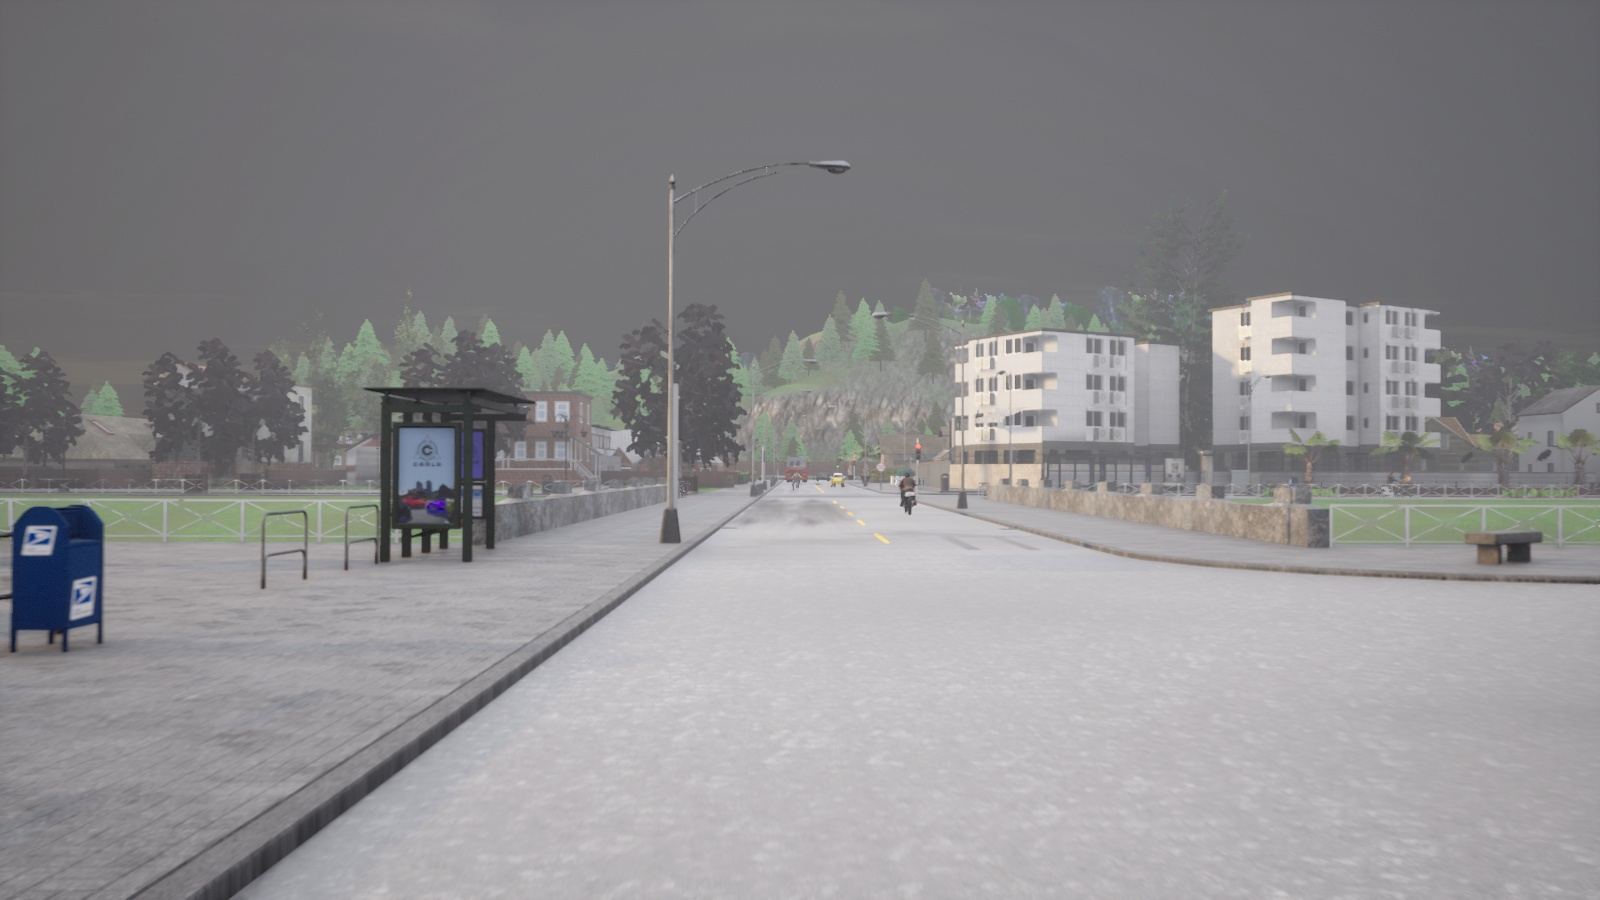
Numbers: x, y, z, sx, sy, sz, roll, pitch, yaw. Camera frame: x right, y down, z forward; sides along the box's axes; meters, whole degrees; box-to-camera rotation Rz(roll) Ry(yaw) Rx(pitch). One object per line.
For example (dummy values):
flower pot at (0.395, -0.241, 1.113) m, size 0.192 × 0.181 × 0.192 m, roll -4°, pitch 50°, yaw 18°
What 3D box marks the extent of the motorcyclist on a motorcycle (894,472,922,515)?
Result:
motorcyclist on a motorcycle at (3.888, 1.541, 45.364) m, size 0.797 × 1.523 × 2.044 m, roll 0°, pitch -1°, yaw 0°
